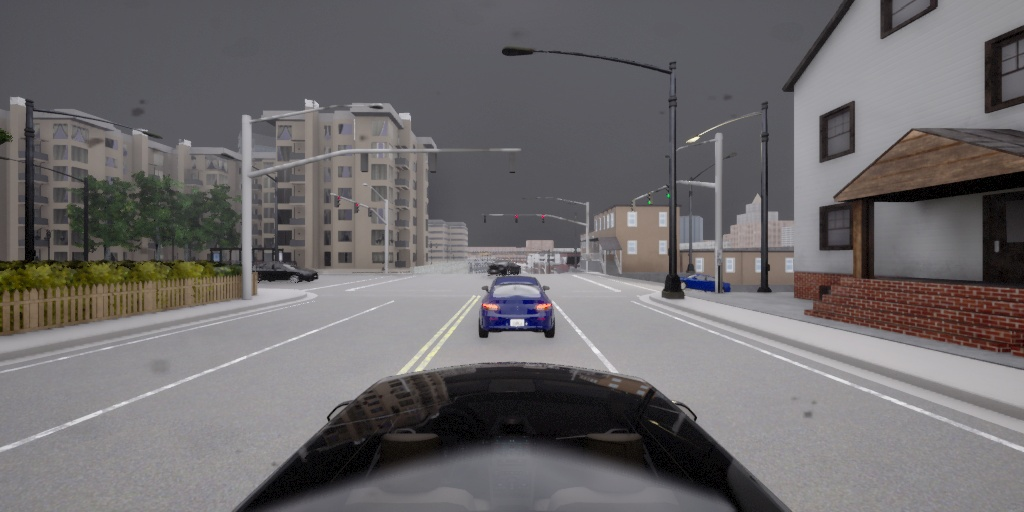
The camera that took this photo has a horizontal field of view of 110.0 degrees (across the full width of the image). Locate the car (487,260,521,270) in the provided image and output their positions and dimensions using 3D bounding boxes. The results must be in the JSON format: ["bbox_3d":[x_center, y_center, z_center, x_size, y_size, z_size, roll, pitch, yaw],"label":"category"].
[{"bbox_3d":[-0.699,1.163,34.527,1.882,1.535,5.008,1,0,22],"label":"car"}]

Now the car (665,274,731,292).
[{"bbox_3d":[15.369,2.209,29.744,5.008,1.535,1.882,9,0,1],"label":"car"}]

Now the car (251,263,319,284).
[{"bbox_3d":[-16.943,1.255,26.502,4.892,1.490,1.837,0,0,1],"label":"car"}]

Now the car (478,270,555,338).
[{"bbox_3d":[0.107,1.276,10.055,1.812,1.442,4.674,0,0,0],"label":"car"}]
